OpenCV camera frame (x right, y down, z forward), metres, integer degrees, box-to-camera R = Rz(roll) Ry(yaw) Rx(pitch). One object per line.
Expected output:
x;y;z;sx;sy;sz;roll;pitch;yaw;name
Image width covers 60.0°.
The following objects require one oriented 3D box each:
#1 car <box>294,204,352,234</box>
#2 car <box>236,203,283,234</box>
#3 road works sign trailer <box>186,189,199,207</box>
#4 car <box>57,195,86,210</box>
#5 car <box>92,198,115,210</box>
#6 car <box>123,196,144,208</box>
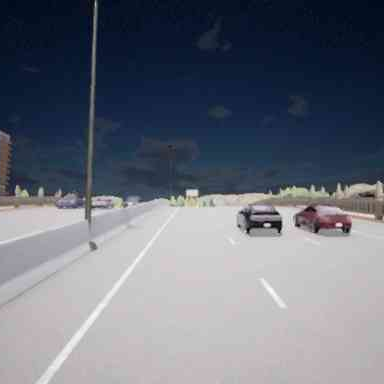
7.110;1.403;18.394;1.812;1.442;4.674;0;0;0;car
3.610;1.370;18.361;2.128;1.511;4.902;0;0;0;car
0.035;1.262;61.925;2.380;3.560;2.880;0;-5;0;road works sign trailer
-14.064;1.100;38.972;2.097;1.767;4.553;0;0;0;car
-10.563;1.348;39.326;1.895;1.301;4.718;0;0;0;car
-7.057;1.242;40.490;2.128;1.511;4.902;0;0;0;car
